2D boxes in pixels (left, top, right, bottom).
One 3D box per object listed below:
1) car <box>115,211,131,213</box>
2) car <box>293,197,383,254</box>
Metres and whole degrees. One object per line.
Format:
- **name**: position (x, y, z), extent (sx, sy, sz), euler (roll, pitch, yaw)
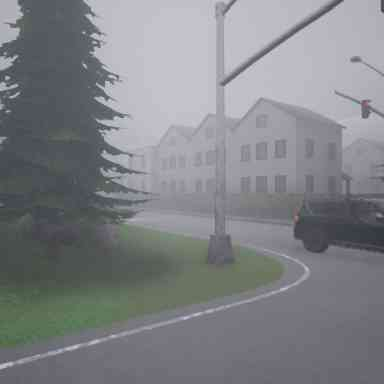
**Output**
- **car**: position (-6.866, 1.533, 29.895), extent (2.033, 1.411, 5.357), euler (0, 0, -35)
- **car**: position (6.136, 1.212, 11.410), extent (2.150, 2.045, 5.566), euler (0, 0, -35)
